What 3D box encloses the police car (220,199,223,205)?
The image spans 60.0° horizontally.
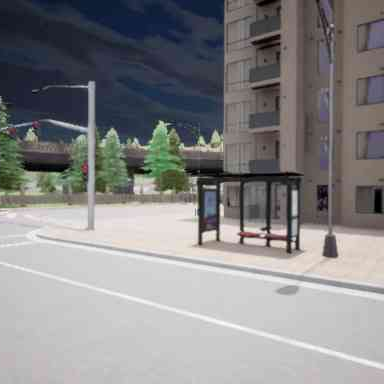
[{"bbox_3d":[6.585,1.183,51.108,5.238,1.638,1.930,0,0,-28],"label":"police car"}]
